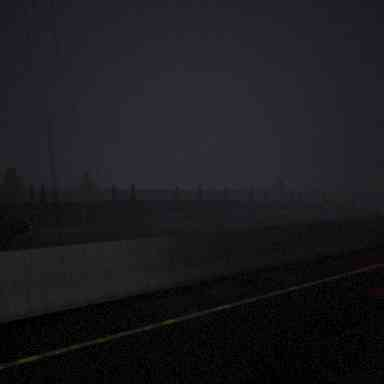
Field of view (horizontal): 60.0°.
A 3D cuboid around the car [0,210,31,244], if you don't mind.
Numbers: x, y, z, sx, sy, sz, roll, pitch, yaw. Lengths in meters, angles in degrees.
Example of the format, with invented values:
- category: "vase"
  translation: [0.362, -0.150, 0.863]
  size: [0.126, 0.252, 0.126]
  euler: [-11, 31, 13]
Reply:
- category: "car"
  translation: [-9.646, 1.490, 14.306]
  size: [4.902, 1.511, 2.128]
  euler: [0, 0, -35]
